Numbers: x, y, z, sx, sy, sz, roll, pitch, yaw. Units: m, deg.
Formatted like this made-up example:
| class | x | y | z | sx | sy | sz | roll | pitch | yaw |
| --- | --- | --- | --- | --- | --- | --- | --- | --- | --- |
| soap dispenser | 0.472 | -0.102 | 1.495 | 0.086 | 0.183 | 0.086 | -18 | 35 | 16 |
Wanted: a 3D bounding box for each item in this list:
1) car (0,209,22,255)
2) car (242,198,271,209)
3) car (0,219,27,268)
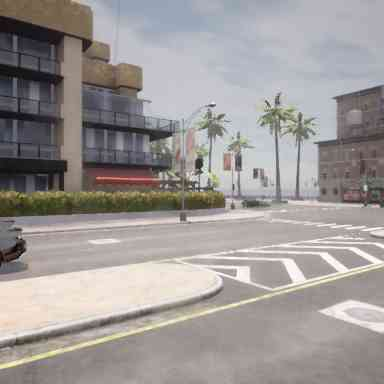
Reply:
| class | x | y | z | sx | sy | sz | roll | pitch | yaw |
| --- | --- | --- | --- | --- | --- | --- | --- | --- | --- |
| car | -8.898 | 1.492 | 11.773 | 4.902 | 1.511 | 2.128 | 0 | 0 | -35 |
| car | 9.018 | 1.526 | 46.938 | 1.812 | 1.442 | 4.674 | 0 | 0 | -35 |
| car | -7.086 | 1.492 | 8.770 | 4.902 | 1.511 | 2.128 | 0 | 0 | -36 |
